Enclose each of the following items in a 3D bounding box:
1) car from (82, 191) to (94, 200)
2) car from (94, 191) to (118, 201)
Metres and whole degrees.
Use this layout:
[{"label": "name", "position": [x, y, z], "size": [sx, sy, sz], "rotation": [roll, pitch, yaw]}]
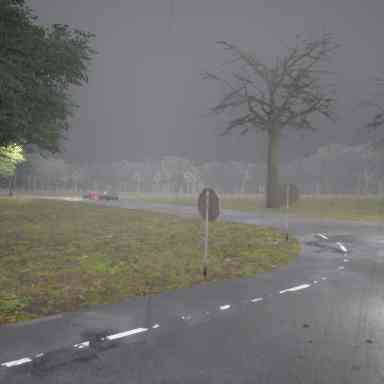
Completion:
[{"label": "car", "position": [-18.243, 0.610, 60.042], "size": [1.882, 1.535, 5.008], "rotation": [2, -1, -36]}, {"label": "car", "position": [-13.481, 0.658, 53.485], "size": [2.128, 1.511, 4.902], "rotation": [2, -1, -35]}]
